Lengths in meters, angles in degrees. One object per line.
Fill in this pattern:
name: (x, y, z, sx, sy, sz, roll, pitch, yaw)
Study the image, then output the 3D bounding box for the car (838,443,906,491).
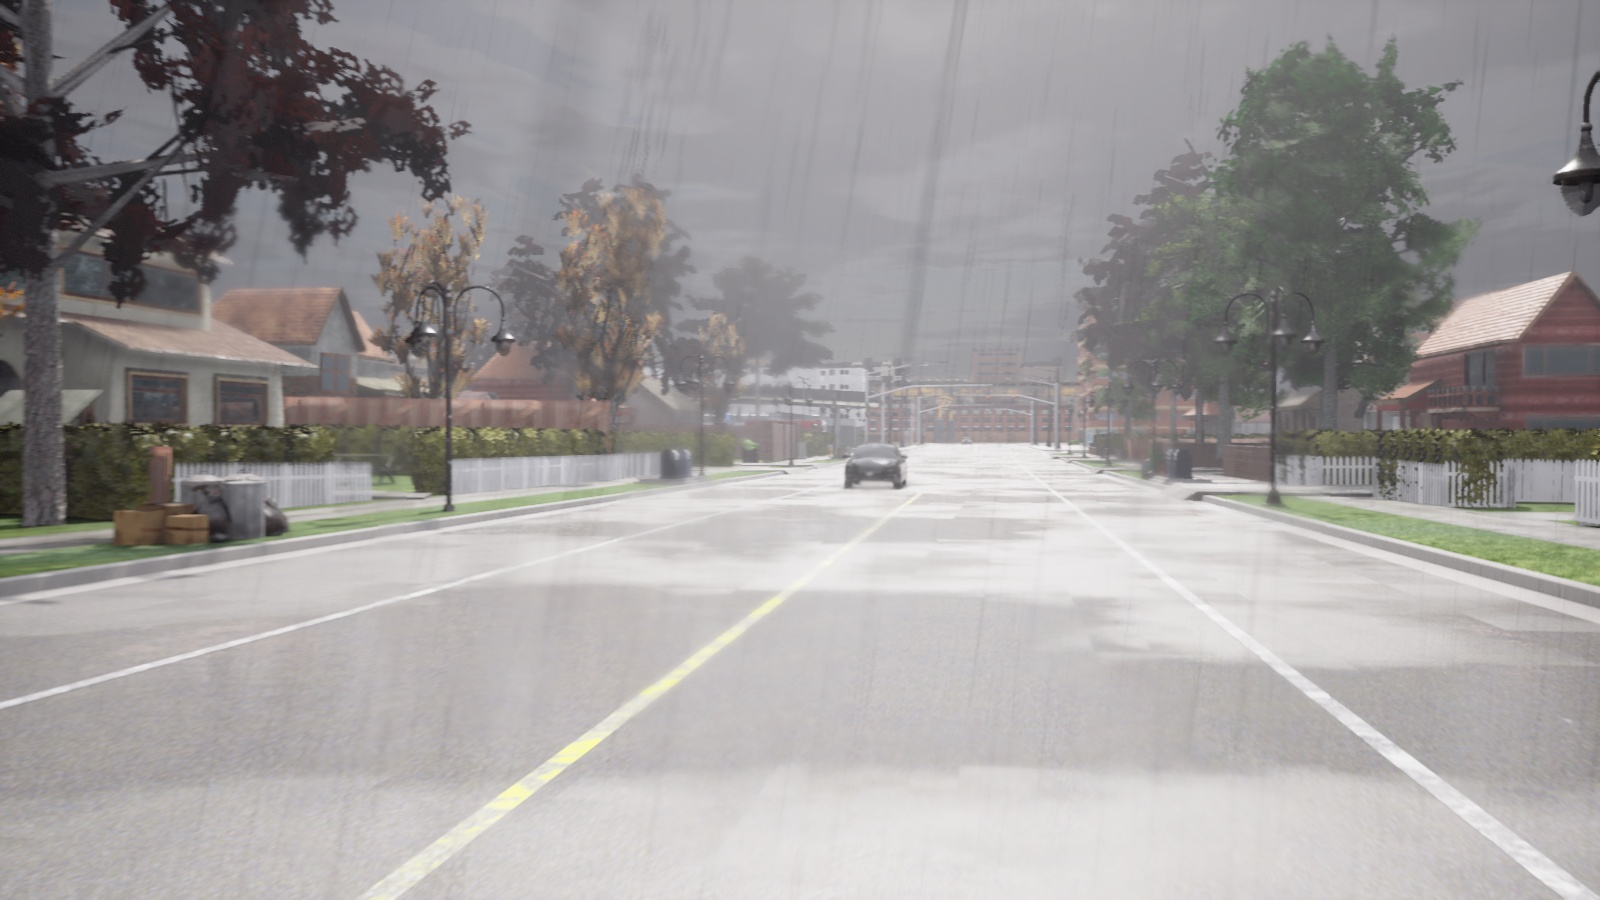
car: (2.494, 0.528, 42.374, 1.837, 1.490, 4.892, 0, 0, 8)
